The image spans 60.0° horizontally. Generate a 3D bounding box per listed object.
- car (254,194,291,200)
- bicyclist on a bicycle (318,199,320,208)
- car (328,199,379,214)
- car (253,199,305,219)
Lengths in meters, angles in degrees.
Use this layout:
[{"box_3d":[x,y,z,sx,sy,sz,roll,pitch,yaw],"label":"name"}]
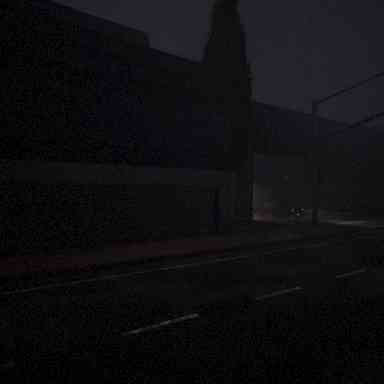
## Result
[{"box_3d":[8.689,1.221,34.151,2.150,2.045,5.566,0,0,-36],"label":"car"},{"box_3d":[16.217,1.303,43.256,1.656,1.620,0.582,0,0,-37],"label":"bicyclist on a bicycle"},{"box_3d":[16.810,1.477,34.938,1.882,1.535,5.008,0,0,-36],"label":"car"},{"box_3d":[7.626,1.601,29.720,1.895,1.301,4.718,0,0,-37],"label":"car"}]
